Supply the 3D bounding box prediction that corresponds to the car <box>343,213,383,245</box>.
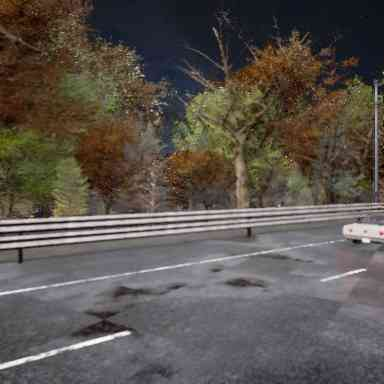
[{"bbox_3d":[8.463,1.548,13.972,4.718,1.301,1.895,0,0,-35],"label":"car"}]
